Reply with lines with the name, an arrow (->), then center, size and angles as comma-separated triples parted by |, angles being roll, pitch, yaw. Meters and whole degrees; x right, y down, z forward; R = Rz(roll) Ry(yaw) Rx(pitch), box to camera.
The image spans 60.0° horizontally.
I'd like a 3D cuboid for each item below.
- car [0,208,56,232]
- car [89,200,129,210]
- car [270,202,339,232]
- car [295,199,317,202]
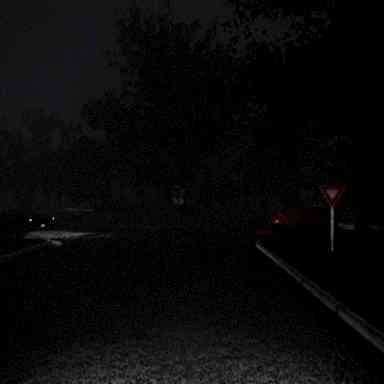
car -> -10.750, 1.731, 21.359 | 4.718, 1.301, 1.895 | 0, 0, 37
car -> -11.629, 1.834, 47.081 | 5.357, 1.411, 2.033 | 0, -1, -36
car -> 7.260, 1.607, 21.267 | 5.008, 1.535, 1.882 | 0, 0, -30
car -> 13.491, 1.597, 40.345 | 2.097, 1.767, 4.553 | 0, 0, -17
